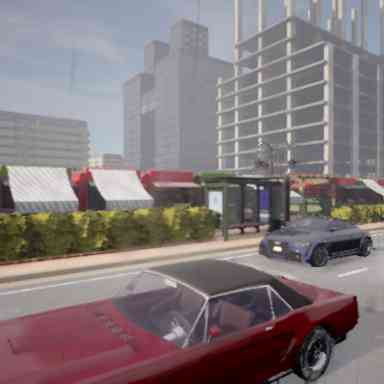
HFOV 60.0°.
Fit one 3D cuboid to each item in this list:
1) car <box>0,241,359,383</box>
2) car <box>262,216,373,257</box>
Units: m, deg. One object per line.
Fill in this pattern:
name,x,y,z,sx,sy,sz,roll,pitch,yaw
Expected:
car,-0.133,1.596,3.894,4.718,1.301,1.895,0,0,-36
car,4.235,1.538,11.241,4.181,1.385,1.994,0,0,-35
